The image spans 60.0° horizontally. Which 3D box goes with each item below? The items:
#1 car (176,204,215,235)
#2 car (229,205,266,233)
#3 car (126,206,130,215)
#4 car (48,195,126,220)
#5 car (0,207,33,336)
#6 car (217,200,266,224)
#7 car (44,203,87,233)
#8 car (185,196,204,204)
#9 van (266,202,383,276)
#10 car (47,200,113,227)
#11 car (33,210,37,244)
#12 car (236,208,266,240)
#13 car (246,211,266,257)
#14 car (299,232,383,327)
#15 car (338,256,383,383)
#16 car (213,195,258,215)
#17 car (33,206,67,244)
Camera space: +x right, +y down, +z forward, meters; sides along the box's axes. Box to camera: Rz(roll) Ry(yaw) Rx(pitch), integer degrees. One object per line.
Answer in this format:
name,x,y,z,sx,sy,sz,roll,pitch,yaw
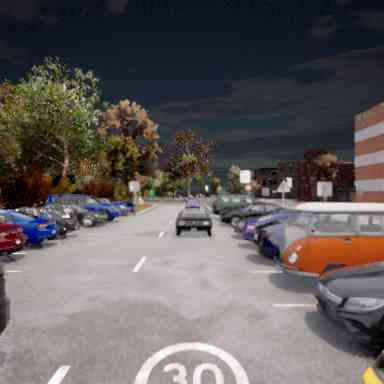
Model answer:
car,0.096,1.613,19.045,1.895,1.301,4.718,0,0,0
car,4.413,1.532,16.617,4.674,1.452,2.002,0,0,0
car,-8.103,1.354,30.660,4.553,1.767,2.185,0,-1,0
car,-8.136,1.240,24.880,5.566,2.045,2.435,0,0,0
car,-3.350,1.223,1.908,2.150,2.045,5.566,0,0,0
car,4.415,1.493,22.267,5.008,1.535,2.097,0,0,0
car,-8.154,1.492,16.533,4.892,1.521,2.231,0,0,0
car,0.090,1.532,40.941,2.033,1.411,5.357,0,0,0
van,4.296,1.260,8.139,4.442,1.987,1.878,0,0,0
car,-8.170,1.493,22.180,4.892,1.521,2.231,0,0,0
car,-8.151,1.487,10.885,5.008,1.535,2.097,0,0,0
car,4.409,1.530,13.791,4.674,1.452,2.002,0,0,0
car,4.441,1.518,10.965,4.792,1.488,2.163,0,0,0
car,4.416,1.524,5.313,4.674,1.452,2.002,0,0,0
car,4.229,1.479,2.488,5.366,1.575,1.946,0,0,0
car,4.436,1.238,27.920,5.566,2.045,2.435,0,0,0
car,-8.152,1.489,13.709,5.008,1.535,2.097,0,0,0
